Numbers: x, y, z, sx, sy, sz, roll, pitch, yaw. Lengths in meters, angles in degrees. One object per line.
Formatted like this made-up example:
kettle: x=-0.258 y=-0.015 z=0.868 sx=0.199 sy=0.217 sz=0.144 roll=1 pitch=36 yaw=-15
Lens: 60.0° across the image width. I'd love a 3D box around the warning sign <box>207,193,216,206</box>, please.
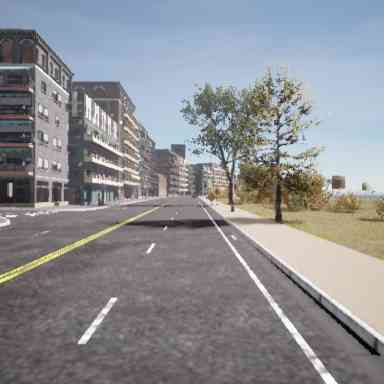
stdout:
warning sign: x=2.842 y=1.115 z=48.425 sx=1.300 sy=1.860 sz=1.060 roll=-1 pitch=-1 yaw=0
